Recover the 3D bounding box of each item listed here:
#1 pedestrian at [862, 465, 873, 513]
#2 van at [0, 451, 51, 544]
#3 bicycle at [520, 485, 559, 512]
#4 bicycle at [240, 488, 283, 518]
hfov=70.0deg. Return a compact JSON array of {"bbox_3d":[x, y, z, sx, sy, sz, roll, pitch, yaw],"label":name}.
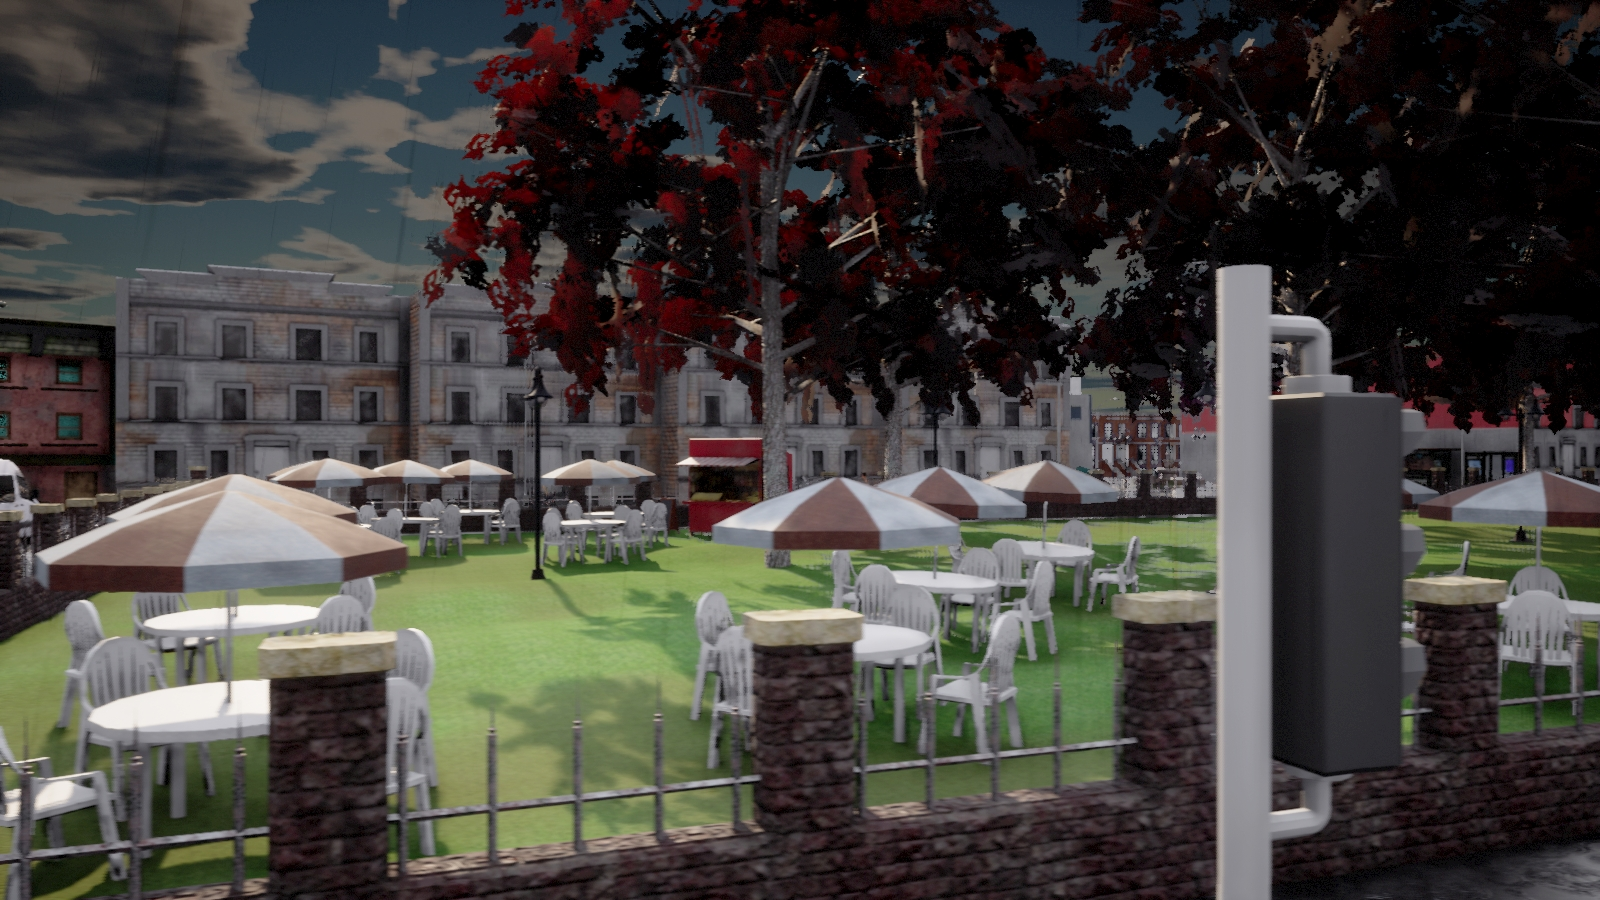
[{"bbox_3d":[2.633,1.523,44.755,0.375,1.860,0.375,0,0,-8],"label":"pedestrian"},{"bbox_3d":[-23.361,1.315,32.270,1.988,2.561,5.915,-1,0,-16],"label":"van"},{"bbox_3d":[-10.948,2.036,47.982,1.487,1.080,0.859,0,0,-20],"label":"bicycle"},{"bbox_3d":[-20.864,2.037,44.312,1.487,1.080,0.859,0,1,-23],"label":"bicycle"}]
